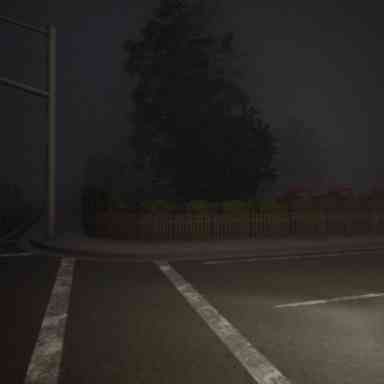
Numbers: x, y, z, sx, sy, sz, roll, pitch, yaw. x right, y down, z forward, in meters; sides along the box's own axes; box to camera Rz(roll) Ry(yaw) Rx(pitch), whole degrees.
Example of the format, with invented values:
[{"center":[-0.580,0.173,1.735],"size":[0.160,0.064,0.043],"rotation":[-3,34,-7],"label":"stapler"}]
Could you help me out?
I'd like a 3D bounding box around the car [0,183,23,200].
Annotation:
[{"center":[-22.057,-0.096,40.344],"size":[2.150,2.045,5.566],"rotation":[0,1,-19],"label":"car"}]
